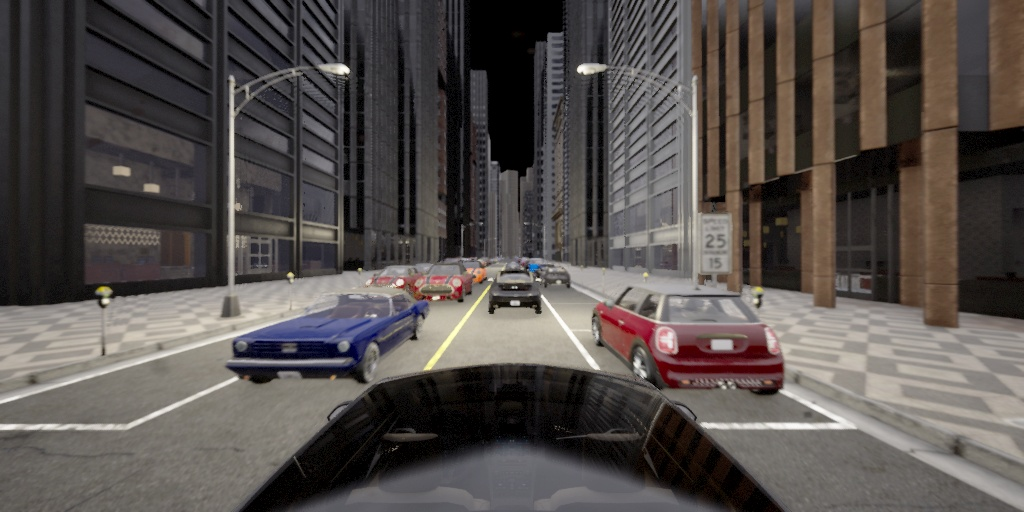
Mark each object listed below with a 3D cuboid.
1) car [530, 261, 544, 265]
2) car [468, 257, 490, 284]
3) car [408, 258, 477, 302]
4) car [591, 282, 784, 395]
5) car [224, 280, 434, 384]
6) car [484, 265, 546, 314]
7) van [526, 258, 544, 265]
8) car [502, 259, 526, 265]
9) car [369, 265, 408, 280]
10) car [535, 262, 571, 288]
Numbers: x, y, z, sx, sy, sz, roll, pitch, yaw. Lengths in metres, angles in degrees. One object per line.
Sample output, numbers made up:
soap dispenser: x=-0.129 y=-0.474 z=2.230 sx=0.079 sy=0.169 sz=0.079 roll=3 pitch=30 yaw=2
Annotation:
car: x=2.769 y=1.346 z=29.094 sx=1.948 sy=1.339 sz=4.313 roll=0 pitch=0 yaw=0
car: x=-3.065 y=1.130 z=26.833 sx=2.097 sy=1.767 sz=4.553 roll=0 pitch=0 yaw=0
car: x=-3.083 y=1.118 z=16.883 sx=2.097 sy=1.767 sz=4.553 roll=0 pitch=0 yaw=0
car: x=2.764 y=1.194 z=6.658 sx=1.967 sy=1.591 sz=4.097 roll=0 pitch=0 yaw=0
car: x=-3.089 y=1.357 z=7.189 sx=1.895 sy=1.301 sz=4.718 roll=0 pitch=0 yaw=0
car: x=0.102 y=1.267 z=13.954 sx=1.837 sy=1.490 sz=4.892 roll=0 pitch=0 yaw=0
van: x=2.771 y=1.137 z=40.311 sx=1.690 sy=1.789 sz=3.998 roll=0 pitch=0 yaw=0
car: x=0.116 y=1.343 z=39.417 sx=2.033 sy=1.411 sz=5.357 roll=0 pitch=0 yaw=0
car: x=-5.759 y=1.208 z=17.859 sx=1.967 sy=1.591 sz=4.097 roll=0 pitch=0 yaw=0
car: x=2.767 y=1.324 z=23.485 sx=2.007 sy=1.370 sz=4.403 roll=0 pitch=0 yaw=0
